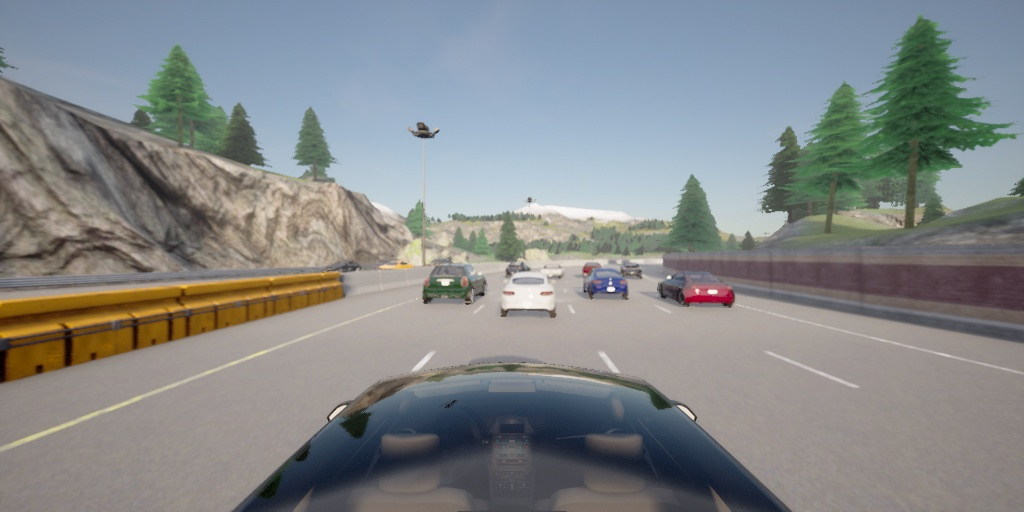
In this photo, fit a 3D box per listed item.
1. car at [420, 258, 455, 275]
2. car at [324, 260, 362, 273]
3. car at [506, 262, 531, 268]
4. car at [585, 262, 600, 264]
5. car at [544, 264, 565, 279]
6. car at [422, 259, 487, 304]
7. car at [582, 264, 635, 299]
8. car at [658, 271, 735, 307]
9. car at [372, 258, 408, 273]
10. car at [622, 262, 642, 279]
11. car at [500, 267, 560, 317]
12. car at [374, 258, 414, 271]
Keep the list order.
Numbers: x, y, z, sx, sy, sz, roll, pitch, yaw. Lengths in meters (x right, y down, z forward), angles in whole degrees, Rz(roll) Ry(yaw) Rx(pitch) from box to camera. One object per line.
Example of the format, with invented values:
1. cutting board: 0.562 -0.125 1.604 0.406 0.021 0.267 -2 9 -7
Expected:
1. car: -8.612 1.156 41.828 2.097 1.767 4.553 0 0 15
2. car: -19.516 1.285 41.666 1.837 1.490 4.892 0 0 15
3. car: 0.683 1.303 35.145 2.128 1.511 4.902 0 0 13
4. car: 7.984 1.306 35.526 1.882 1.535 5.008 0 0 14
5. car: 3.961 1.418 33.920 1.895 1.301 4.718 0 0 13
6. car: -2.504 1.124 16.682 2.097 1.767 4.553 0 0 6
7. car: 4.690 1.316 18.283 1.812 1.442 4.674 0 0 7
8. car: 7.951 1.356 15.849 1.994 1.385 4.181 0 0 6
9. car: -15.088 1.147 44.634 2.097 1.767 4.553 0 0 16
10. car: 11.277 1.324 34.280 2.128 1.511 4.902 0 0 14
11. car: 0.644 1.298 13.230 1.812 1.442 4.674 0 0 4
12. car: -12.798 1.269 39.718 1.882 1.535 5.008 0 0 15
